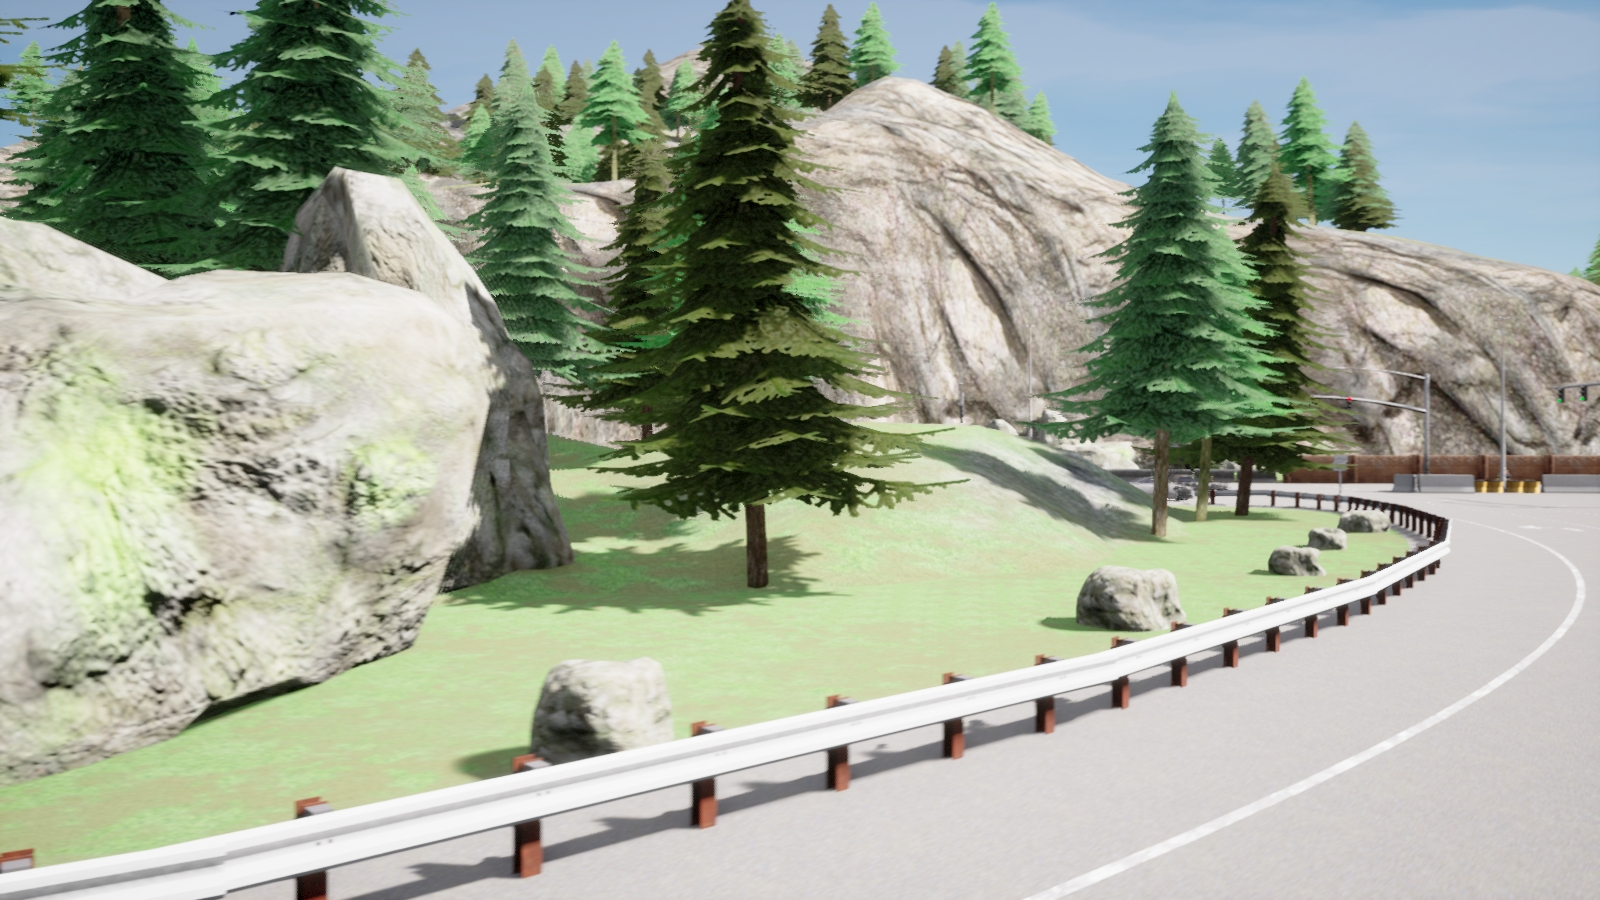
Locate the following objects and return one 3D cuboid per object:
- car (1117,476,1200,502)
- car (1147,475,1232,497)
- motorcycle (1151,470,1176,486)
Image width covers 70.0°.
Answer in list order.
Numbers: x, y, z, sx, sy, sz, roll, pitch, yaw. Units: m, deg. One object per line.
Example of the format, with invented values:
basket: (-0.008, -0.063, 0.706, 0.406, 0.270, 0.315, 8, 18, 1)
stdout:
car: (20.076, 2.156, 64.062, 4.181, 1.385, 1.994, 0, 0, 9)
car: (23.993, 2.194, 70.551, 4.718, 1.301, 1.895, 0, 0, 9)
motorcycle: (28.784, 2.230, 90.467, 1.805, 1.236, 0.856, 0, 0, 9)
